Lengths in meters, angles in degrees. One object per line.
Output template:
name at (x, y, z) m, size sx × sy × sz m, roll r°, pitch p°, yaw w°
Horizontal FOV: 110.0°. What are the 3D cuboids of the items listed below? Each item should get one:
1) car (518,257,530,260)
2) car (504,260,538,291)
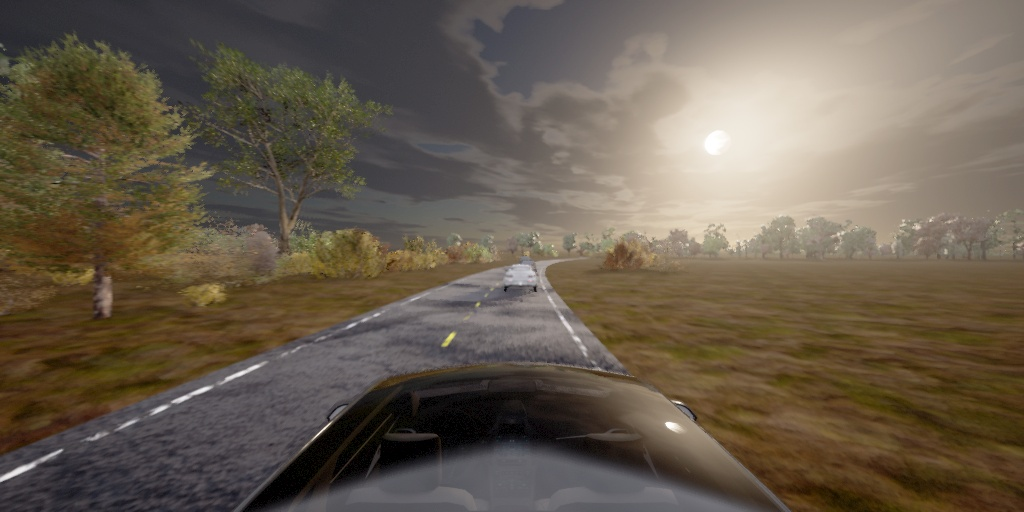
car at (1.721, 1.107, 39.422) m, size 2.033 × 1.411 × 5.357 m, roll 0°, pitch 0°, yaw 5°
car at (0.512, 1.176, 20.825) m, size 1.812 × 1.442 × 4.674 m, roll 0°, pitch 0°, yaw 2°
